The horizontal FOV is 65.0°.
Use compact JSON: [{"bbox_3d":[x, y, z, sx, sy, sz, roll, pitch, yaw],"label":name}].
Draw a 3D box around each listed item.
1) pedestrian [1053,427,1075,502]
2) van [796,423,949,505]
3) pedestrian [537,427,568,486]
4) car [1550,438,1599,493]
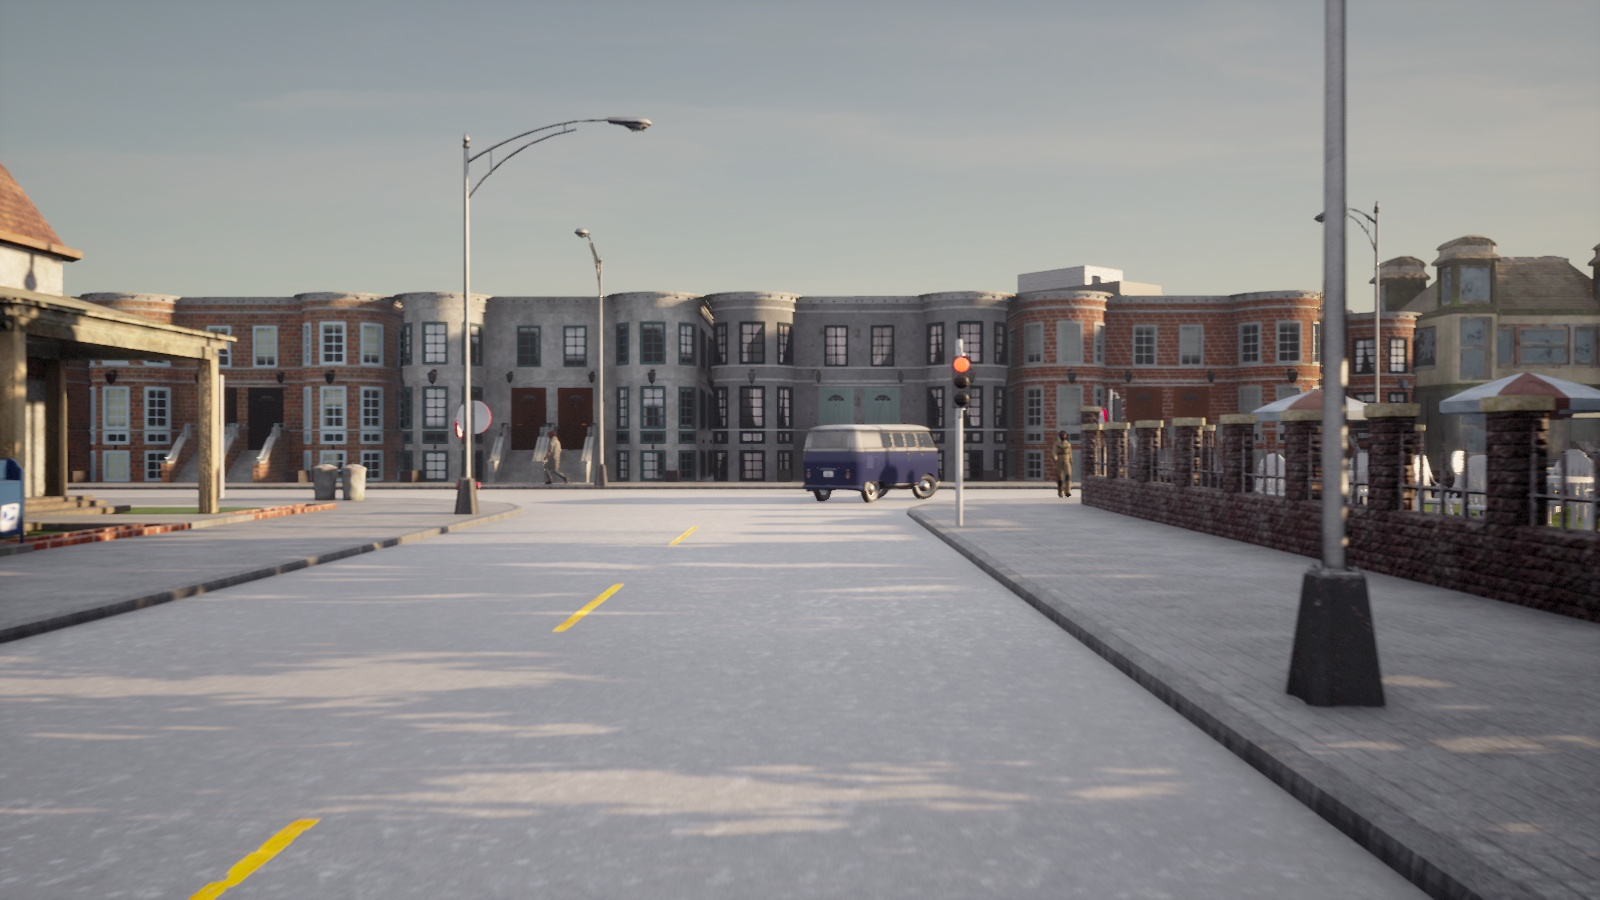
[{"bbox_3d":[6.790,0.369,32.320,0.396,1.930,0.692,0,0,-1],"label":"pedestrian"},{"bbox_3d":[1.958,0.319,32.521,1.775,1.987,4.442,0,0,37],"label":"van"},{"bbox_3d":[-8.257,0.213,41.883,0.873,1.952,0.659,0,0,3],"label":"pedestrian"},{"bbox_3d":[25.136,0.452,37.823,3.988,1.617,1.851,0,0,0],"label":"car"}]
